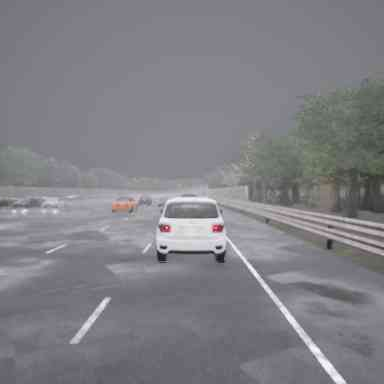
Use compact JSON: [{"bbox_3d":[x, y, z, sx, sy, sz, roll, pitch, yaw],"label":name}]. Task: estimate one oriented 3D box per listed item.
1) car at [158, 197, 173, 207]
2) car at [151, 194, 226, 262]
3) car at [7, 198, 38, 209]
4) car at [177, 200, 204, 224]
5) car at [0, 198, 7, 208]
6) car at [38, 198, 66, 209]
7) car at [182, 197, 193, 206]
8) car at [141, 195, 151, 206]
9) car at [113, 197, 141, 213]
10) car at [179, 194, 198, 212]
[{"bbox_3d":[-4.123,1.568,51.686,2.033,1.411,5.357,0,0,-2],"label":"car"},{"bbox_3d":[-0.033,1.207,12.177,2.150,2.045,5.566,0,0,0],"label":"car"},{"bbox_3d":[-21.573,1.475,43.742,2.033,1.411,5.357,0,0,-1],"label":"car"},{"bbox_3d":[-0.165,1.474,25.674,1.882,1.535,5.008,0,0,-1],"label":"car"},{"bbox_3d":[-25.055,1.456,42.718,1.895,1.301,4.718,1,2,-1],"label":"car"},{"bbox_3d":[-18.080,1.469,43.895,1.812,1.442,4.674,0,0,-1],"label":"car"},{"bbox_3d":[-0.759,1.548,56.216,1.837,1.490,4.892,0,0,-2],"label":"car"},{"bbox_3d":[-7.750,1.364,55.800,2.097,1.767,4.553,0,0,-2],"label":"car"},{"bbox_3d":[-7.256,1.332,36.605,2.097,1.767,4.553,0,0,-1],"label":"car"},{"bbox_3d":[-0.431,1.239,40.299,2.150,2.045,5.566,0,0,-1],"label":"car"}]
